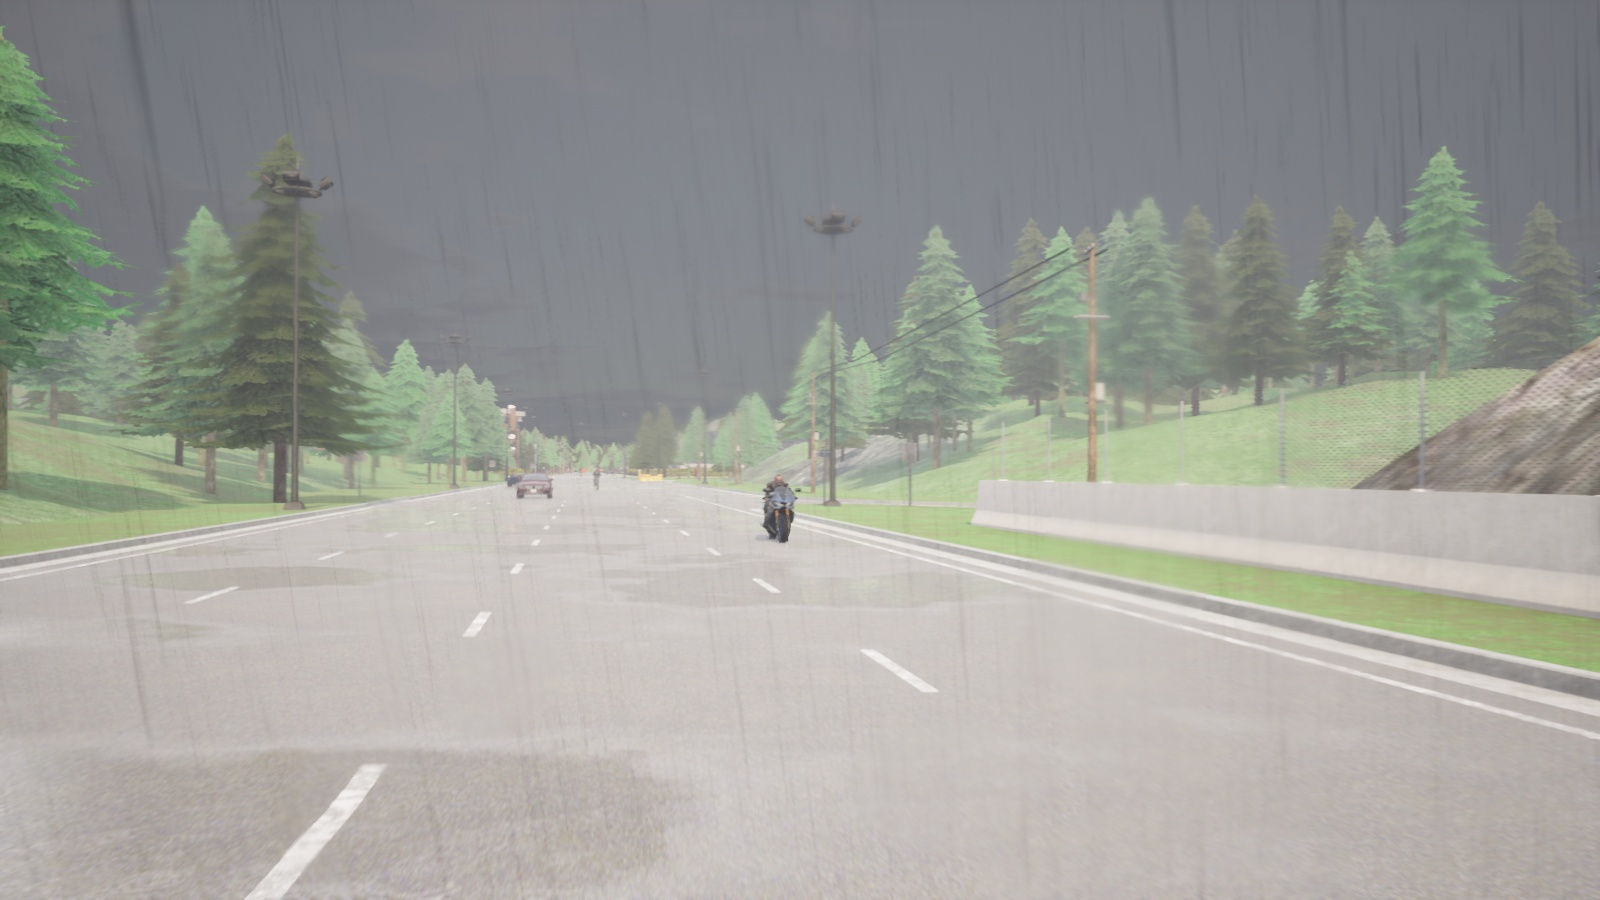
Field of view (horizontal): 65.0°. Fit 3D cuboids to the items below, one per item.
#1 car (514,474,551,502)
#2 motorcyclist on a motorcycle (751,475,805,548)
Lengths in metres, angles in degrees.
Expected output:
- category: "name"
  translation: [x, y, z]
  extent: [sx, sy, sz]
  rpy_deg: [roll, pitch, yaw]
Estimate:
- category: "car"
  translation: [-14.738, 2.078, 69.411]
  extent: [1.812, 1.442, 4.674]
  rpy_deg: [0, -1, -10]
- category: "motorcyclist on a motorcycle"
  translation: [-0.501, 1.316, 27.699]
  extent: [0.866, 1.530, 2.191]
  rpy_deg: [0, -1, -10]
